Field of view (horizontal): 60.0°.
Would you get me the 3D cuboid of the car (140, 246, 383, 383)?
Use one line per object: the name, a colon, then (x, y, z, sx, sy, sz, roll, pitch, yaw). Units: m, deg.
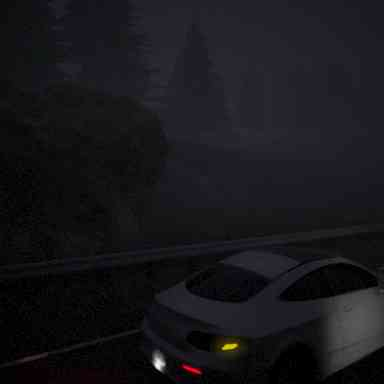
car: (1.553, 1.523, 4.745, 4.674, 1.442, 1.812, 0, 0, -35)
